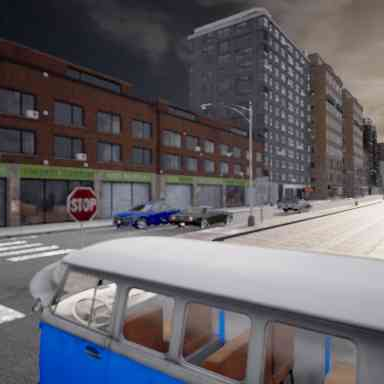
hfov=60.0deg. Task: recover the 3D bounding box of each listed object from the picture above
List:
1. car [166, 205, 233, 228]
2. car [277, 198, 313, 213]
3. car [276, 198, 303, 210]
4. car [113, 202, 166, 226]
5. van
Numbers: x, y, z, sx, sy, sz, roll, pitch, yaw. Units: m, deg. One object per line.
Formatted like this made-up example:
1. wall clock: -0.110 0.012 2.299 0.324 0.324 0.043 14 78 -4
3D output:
1. car: 0.756 1.548 20.868 1.895 1.301 4.718 0 0 36
2. car: 11.380 1.480 35.719 2.033 1.411 5.357 0 0 36
3. car: 12.353 1.459 42.088 1.812 1.442 4.674 0 0 36
4. car: -2.735 1.439 21.066 1.882 1.535 5.008 0 0 36
5. van: 0.463 1.340 2.486 3.998 1.788 1.690 0 0 35
